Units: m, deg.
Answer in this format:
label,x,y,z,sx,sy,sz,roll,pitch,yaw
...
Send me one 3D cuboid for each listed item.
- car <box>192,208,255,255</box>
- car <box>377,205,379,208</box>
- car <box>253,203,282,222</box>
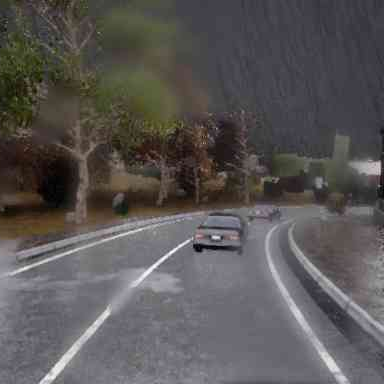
label,x,y,z,sx,sy,sz,roll,pitch,yaw
car,1.315,1.564,13.504,2.033,1.411,5.357,1,0,12
car,37.508,2.765,64.039,4.674,1.442,1.812,3,3,-38
car,6.051,1.651,27.324,2.033,1.411,5.357,3,1,26
